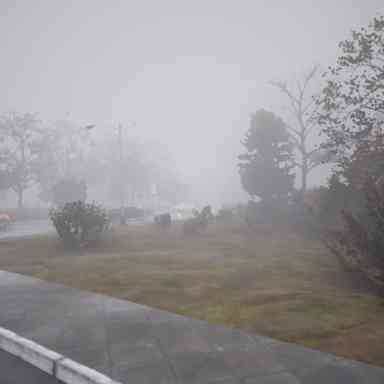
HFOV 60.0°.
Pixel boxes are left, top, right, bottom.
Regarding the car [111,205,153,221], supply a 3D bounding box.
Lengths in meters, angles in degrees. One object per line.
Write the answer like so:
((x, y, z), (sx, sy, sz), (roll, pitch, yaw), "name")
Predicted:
((-6.635, 2.183, 35.118), (1.837, 1.490, 4.892), (-3, -2, 32), "car")

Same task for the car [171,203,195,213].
((-1.310, 2.453, 50.485), (1.812, 1.442, 4.674), (-3, -2, 33), "car")

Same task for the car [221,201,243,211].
((6.821, 2.352, 56.565), (1.837, 1.490, 4.892), (-3, -2, 32), "car")

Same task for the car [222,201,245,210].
((7.052, 2.197, 50.349), (2.033, 1.411, 5.357), (-3, -2, 32), "car")

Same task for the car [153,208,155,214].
((-6.604, 2.391, 42.069), (1.812, 1.442, 4.674), (-3, -2, 32), "car")

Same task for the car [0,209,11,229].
((-16.886, 2.161, 26.052), (2.097, 1.767, 4.553), (-3, -2, 33), "car")
